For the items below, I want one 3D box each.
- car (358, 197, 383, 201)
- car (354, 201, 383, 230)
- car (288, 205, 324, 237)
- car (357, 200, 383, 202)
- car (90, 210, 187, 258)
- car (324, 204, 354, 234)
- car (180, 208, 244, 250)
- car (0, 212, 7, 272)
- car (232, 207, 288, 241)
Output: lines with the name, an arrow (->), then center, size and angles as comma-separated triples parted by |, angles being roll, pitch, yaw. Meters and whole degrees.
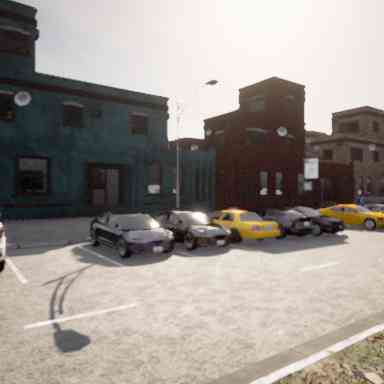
car -> 15.622, 1.416, 26.111 | 2.435, 2.045, 5.566 | 0, 0, -35
car -> 11.069, 1.629, 22.919 | 2.097, 1.535, 5.008 | 0, 0, -35
car -> 4.254, 1.600, 18.128 | 2.163, 1.488, 4.792 | 1, 0, -35
car -> 13.342, 1.649, 24.519 | 2.231, 1.521, 4.892 | 0, 0, -35
car -> -2.524, 1.543, 13.276 | 2.163, 1.488, 4.792 | 0, 0, -35
car -> 6.437, 1.590, 19.639 | 2.097, 1.535, 5.008 | 1, 0, -35
car -> -0.254, 1.562, 14.876 | 2.163, 1.488, 4.792 | 0, 0, -35
car -> -7.099, 1.228, 10.118 | 2.435, 2.045, 5.566 | 0, 0, -35
car -> 1.893, 1.548, 16.654 | 1.946, 1.575, 5.366 | 0, 0, -35
